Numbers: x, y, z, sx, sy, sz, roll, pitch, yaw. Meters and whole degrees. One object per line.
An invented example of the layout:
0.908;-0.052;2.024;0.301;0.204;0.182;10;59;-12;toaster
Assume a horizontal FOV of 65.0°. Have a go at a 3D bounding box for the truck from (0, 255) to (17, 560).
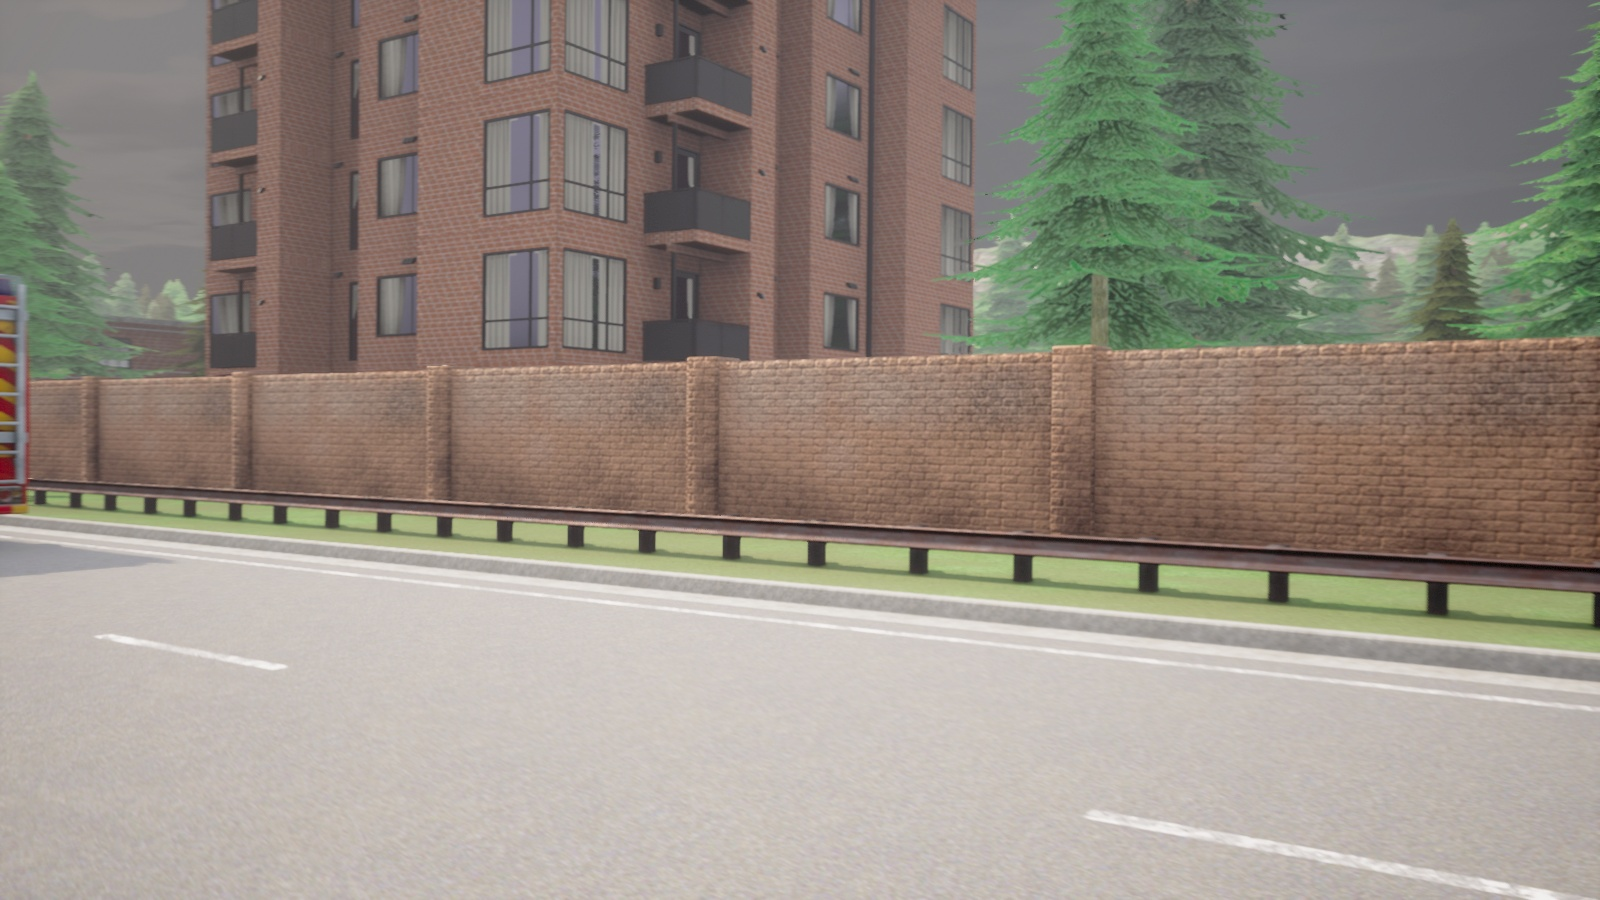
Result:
-14.265;-0.517;16.964;8.468;3.827;2.891;0;1;33;truck
